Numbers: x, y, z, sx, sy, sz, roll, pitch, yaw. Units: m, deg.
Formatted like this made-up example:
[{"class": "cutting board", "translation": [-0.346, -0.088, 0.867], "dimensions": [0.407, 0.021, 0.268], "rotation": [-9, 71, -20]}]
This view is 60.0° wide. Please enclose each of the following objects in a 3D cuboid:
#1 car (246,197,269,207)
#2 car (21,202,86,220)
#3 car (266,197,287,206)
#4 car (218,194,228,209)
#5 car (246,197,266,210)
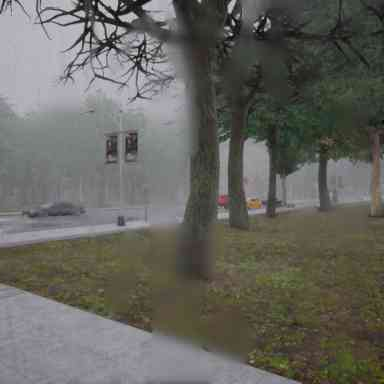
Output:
[{"class": "car", "translation": [10.914, 1.594, 55.302], "dimensions": [1.837, 1.490, 4.892], "rotation": [0, 0, 36]}, {"class": "car", "translation": [-11.938, 1.571, 29.085], "dimensions": [2.033, 1.411, 5.357], "rotation": [0, 0, 36]}, {"class": "car", "translation": [13.625, 1.570, 53.505], "dimensions": [1.882, 1.535, 5.008], "rotation": [0, 0, 36]}, {"class": "car", "translation": [4.831, 1.290, 46.714], "dimensions": [2.150, 2.045, 5.566], "rotation": [0, 0, 36]}, {"class": "car", "translation": [7.827, 1.552, 45.308], "dimensions": [1.882, 1.535, 5.008], "rotation": [0, 0, 36]}]
